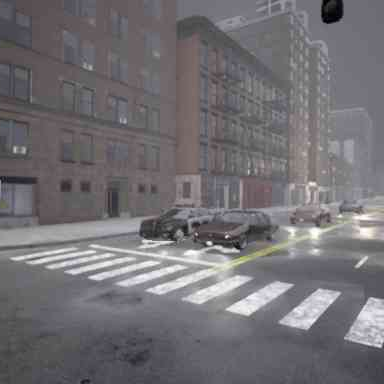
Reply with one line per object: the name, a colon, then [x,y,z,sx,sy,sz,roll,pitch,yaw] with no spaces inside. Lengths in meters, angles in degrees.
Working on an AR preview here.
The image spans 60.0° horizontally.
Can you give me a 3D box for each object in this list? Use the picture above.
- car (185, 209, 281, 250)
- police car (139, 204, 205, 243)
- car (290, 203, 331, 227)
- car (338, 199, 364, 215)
car: [2.204,1.549,14.687,2.033,1.411,5.357,0,0,36]
police car: [-0.445,1.422,16.401,1.930,1.638,5.238,0,0,36]
car: [8.479,1.540,23.449,1.812,1.442,4.674,0,0,36]
car: [16.792,1.539,35.008,1.837,1.490,4.892,0,0,36]
